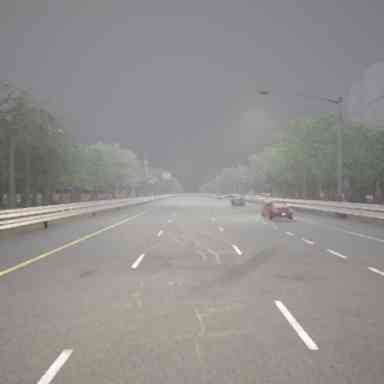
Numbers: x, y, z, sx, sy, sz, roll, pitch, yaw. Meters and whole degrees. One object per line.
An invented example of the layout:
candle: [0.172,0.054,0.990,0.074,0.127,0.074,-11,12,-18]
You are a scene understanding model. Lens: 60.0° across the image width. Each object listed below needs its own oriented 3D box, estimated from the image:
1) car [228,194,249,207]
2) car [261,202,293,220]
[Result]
car: [7.085,1.501,52.436,2.128,1.511,4.902,0,0,0]
car: [7.033,1.535,27.768,1.812,1.442,4.674,0,0,0]
